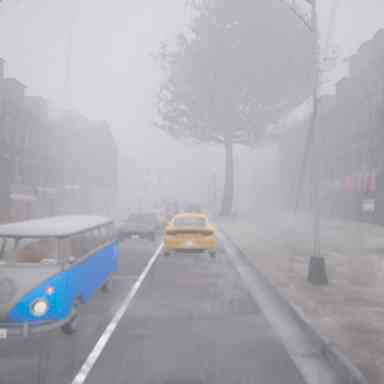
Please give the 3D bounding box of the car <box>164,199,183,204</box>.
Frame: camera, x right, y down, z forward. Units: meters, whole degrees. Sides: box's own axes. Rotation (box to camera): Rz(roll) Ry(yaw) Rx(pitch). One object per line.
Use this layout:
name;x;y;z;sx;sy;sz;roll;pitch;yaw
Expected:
car;-2.621;1.738;39.803;2.192;1.841;5.009;1;-1;0

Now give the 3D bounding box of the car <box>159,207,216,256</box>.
car;-0.061;1.621;13.768;1.882;1.535;5.008;0;-1;1

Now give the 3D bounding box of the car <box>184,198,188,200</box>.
car;0.094;2.022;50.574;1.882;1.535;5.008;0;-1;0

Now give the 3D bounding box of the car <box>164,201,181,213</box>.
car;-2.628;2.036;45.335;2.008;1.369;4.403;1;-1;0

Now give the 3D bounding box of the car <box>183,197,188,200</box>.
car;-2.638;2.557;88.822;1.947;1.339;4.313;1;-1;0

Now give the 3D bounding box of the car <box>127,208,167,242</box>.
car;-2.622;1.750;17.662;1.947;1.339;4.313;2;-1;0

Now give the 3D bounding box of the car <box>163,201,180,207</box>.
car;-2.626;1.912;34.267;2.008;1.369;4.403;1;-1;0

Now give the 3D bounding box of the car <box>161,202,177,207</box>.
car;-2.624;1.846;28.731;1.887;1.381;4.507;2;-1;0

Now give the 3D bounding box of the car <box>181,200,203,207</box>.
car;0.094;1.885;36.148;1.837;1.490;4.892;0;-1;0

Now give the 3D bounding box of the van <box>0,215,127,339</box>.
van;-2.614;1.410;6.594;1.690;1.788;3.998;2;-1;0

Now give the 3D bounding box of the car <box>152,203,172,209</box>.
car;-2.622;1.766;23.027;1.752;1.417;4.829;2;-1;0

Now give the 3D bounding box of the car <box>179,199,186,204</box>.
car;-2.638;2.603;94.354;1.887;1.381;4.507;1;-1;0
